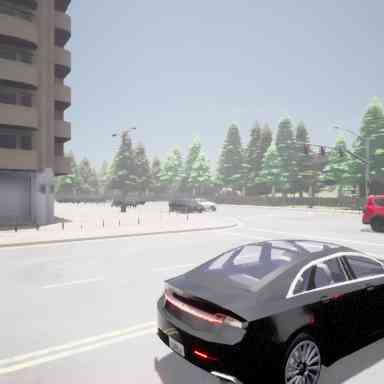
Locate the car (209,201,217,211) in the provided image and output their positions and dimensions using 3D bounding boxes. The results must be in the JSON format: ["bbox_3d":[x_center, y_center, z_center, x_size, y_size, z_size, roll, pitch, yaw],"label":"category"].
[{"bbox_3d":[0.995,1.470,38.913,1.812,1.442,4.674,0,0,-35],"label":"car"}]

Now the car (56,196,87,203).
[{"bbox_3d":[-24.057,1.492,65.558,5.357,1.411,2.033,0,0,15],"label":"car"}]

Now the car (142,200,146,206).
[{"bbox_3d":[-9.319,1.545,52.570,4.718,1.301,1.895,0,0,44],"label":"car"}]

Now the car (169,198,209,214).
[{"bbox_3d":[-0.684,1.449,35.207,1.837,1.490,4.892,0,0,-35],"label":"car"}]

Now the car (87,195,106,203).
[{"bbox_3d":[-20.007,1.447,67.747,4.902,1.511,2.128,0,0,18],"label":"car"}]

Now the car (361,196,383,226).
[{"bbox_3d":[11.783,1.203,17.203,2.150,2.045,5.566,0,0,-35],"label":"car"}]

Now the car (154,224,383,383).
[{"bbox_3d":[1.810,1.492,5.077,4.902,1.511,2.128,0,0,-35],"label":"car"}]

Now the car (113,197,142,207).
[{"bbox_3d":[-9.555,1.449,47.495,1.837,1.490,4.892,1,0,-40],"label":"car"}]
